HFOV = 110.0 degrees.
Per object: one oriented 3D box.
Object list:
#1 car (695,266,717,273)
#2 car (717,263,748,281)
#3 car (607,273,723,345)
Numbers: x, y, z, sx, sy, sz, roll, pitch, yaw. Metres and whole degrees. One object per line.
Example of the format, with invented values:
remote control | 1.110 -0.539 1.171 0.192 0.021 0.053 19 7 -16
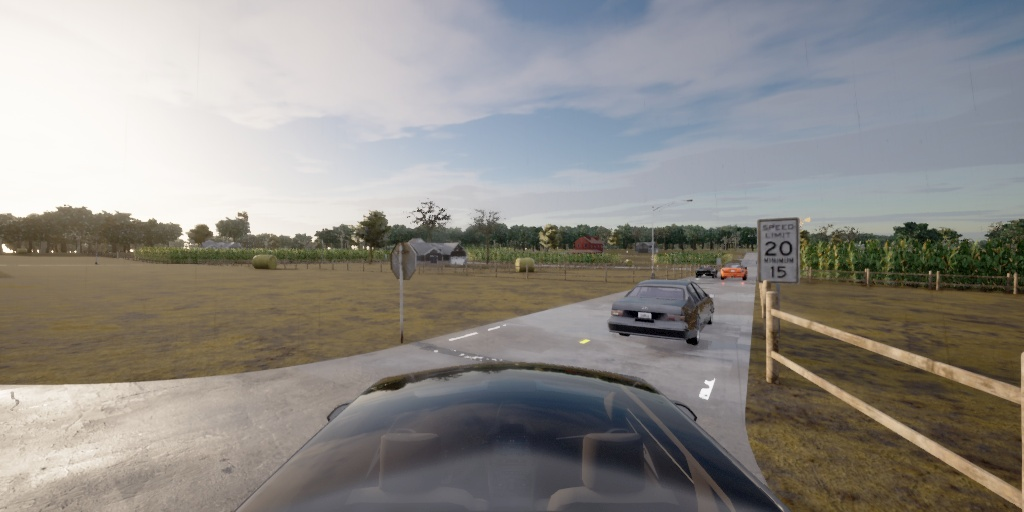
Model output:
car | 21.912 1.794 40.374 1.895 1.301 4.718 0 -1 34
car | 22.291 1.477 35.966 2.097 1.767 4.553 0 -1 35
car | 4.280 1.339 9.802 2.033 1.411 5.357 0 0 34
